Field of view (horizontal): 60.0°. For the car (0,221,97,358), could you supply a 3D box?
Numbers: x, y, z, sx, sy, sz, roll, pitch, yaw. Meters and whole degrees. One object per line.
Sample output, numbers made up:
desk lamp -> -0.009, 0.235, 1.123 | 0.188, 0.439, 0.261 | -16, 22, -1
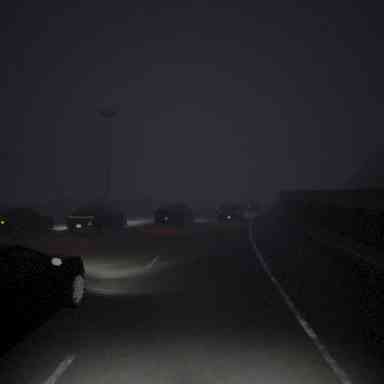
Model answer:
car -> -3.189, 1.471, 4.857 | 1.882, 1.535, 5.008 | 0, 0, 2

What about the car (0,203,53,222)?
car -> -9.104, 1.505, 17.298 | 1.812, 1.442, 4.674 | 0, 0, 7

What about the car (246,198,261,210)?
car -> 7.617, 1.535, 42.387 | 1.812, 1.442, 4.674 | 0, 0, 19

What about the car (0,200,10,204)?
car -> -25.650, 1.544, 42.072 | 1.895, 1.301, 4.718 | 0, 0, 16

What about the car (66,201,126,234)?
car -> -5.325, 1.479, 19.051 | 2.128, 1.511, 4.902 | 0, 0, 8

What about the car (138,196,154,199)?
car -> -8.462, 1.471, 59.373 | 2.128, 1.511, 4.902 | 0, 0, 23

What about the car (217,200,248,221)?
car -> 3.250, 1.606, 27.184 | 1.895, 1.301, 4.718 | 0, 0, 12

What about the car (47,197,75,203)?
car -> -19.616, 1.449, 49.789 | 2.128, 1.511, 4.902 | 0, 0, 19

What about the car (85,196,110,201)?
car -> -14.948, 1.457, 52.528 | 2.128, 1.511, 4.902 | 0, 0, 20

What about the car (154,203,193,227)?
car -> -1.145, 1.474, 22.928 | 1.882, 1.535, 5.008 | 0, 0, 10
